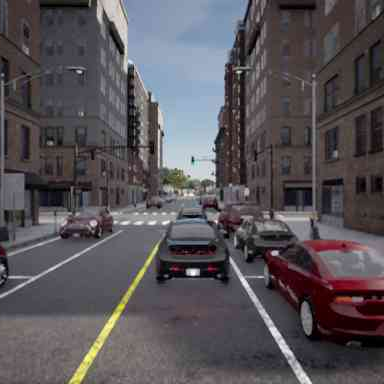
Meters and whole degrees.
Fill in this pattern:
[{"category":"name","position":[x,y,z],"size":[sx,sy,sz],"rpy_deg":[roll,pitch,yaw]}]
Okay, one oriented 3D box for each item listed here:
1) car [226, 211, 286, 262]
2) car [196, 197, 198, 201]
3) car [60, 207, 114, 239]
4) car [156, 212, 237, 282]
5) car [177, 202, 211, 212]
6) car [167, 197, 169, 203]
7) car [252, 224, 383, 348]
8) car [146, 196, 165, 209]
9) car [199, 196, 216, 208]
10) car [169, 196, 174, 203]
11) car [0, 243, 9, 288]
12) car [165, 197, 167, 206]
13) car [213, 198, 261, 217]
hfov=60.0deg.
[{"category":"car","position":[2.570,1.614,12.121],"size":[2.008,1.369,4.403],"rpy_deg":[0,0,0]},{"category":"car","position":[2.330,1.628,61.371],"size":[2.192,1.841,5.009],"rpy_deg":[0,0,0]},{"category":"car","position":[-5.489,1.532,17.755],"size":[1.967,1.590,4.097],"rpy_deg":[0,0,0]},{"category":"car","position":[0.020,1.557,9.892],"size":[1.837,1.490,4.892],"rpy_deg":[0,0,0]},{"category":"car","position":[0.054,1.614,20.834],"size":[1.837,1.490,4.892],"rpy_deg":[0,0,2]},{"category":"car","position":[-5.771,1.864,61.320],"size":[2.008,1.369,4.403],"rpy_deg":[0,0,0]},{"category":"car","position":[2.603,1.578,6.439],"size":[1.887,1.381,4.507],"rpy_deg":[0,0,0]},{"category":"car","position":[-5.711,1.573,50.315],"size":[2.192,1.841,5.009],"rpy_deg":[0,0,0]},{"category":"car","position":[2.440,1.544,44.860],"size":[2.192,1.841,5.009],"rpy_deg":[0,0,0]},{"category":"car","position":[-5.862,1.941,77.831],"size":[1.887,1.381,4.507],"rpy_deg":[0,0,0]},{"category":"car","position":[-5.422,1.474,6.391],"size":[1.967,1.590,4.097],"rpy_deg":[0,0,0]},{"category":"car","position":[-5.741,1.851,55.817],"size":[1.947,1.339,4.313],"rpy_deg":[0,0,0]},{"category":"car","position":[2.536,1.407,17.804],"size":[2.192,1.841,5.009],"rpy_deg":[0,0,0]}]
